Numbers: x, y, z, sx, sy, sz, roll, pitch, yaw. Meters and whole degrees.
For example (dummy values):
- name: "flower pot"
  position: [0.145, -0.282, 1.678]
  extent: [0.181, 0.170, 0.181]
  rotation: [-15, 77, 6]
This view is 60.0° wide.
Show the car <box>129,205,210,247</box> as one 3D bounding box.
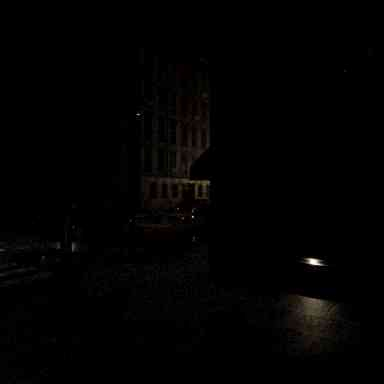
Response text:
- name: "car"
  position: [-0.371, 1.530, 15.180]
  extent: [1.752, 1.417, 4.829]
  rotation: [0, 0, 36]

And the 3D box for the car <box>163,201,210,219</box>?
- name: "car"
  position: [-0.394, 1.522, 28.956]
  extent: [1.947, 1.339, 4.313]
  rotation: [0, 0, 36]

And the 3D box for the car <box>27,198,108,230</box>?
- name: "car"
  position: [-6.994, 1.282, 19.714]
  extent: [2.192, 1.841, 5.009]
  rotation: [0, 0, 36]

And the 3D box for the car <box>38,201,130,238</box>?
- name: "car"
  position: [-5.222, 1.457, 17.823]
  extent: [1.882, 1.535, 5.008]
  rotation: [0, 0, 34]

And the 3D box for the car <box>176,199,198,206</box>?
- name: "car"
  position: [0.613, 1.322, 25.992]
  extent: [2.097, 1.767, 4.553]
  rotation: [0, 0, 35]

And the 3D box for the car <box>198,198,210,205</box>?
- name: "car"
  position: [2.833, 1.314, 19.662]
  extent: [2.192, 1.841, 5.009]
  rotation: [0, 0, 36]
